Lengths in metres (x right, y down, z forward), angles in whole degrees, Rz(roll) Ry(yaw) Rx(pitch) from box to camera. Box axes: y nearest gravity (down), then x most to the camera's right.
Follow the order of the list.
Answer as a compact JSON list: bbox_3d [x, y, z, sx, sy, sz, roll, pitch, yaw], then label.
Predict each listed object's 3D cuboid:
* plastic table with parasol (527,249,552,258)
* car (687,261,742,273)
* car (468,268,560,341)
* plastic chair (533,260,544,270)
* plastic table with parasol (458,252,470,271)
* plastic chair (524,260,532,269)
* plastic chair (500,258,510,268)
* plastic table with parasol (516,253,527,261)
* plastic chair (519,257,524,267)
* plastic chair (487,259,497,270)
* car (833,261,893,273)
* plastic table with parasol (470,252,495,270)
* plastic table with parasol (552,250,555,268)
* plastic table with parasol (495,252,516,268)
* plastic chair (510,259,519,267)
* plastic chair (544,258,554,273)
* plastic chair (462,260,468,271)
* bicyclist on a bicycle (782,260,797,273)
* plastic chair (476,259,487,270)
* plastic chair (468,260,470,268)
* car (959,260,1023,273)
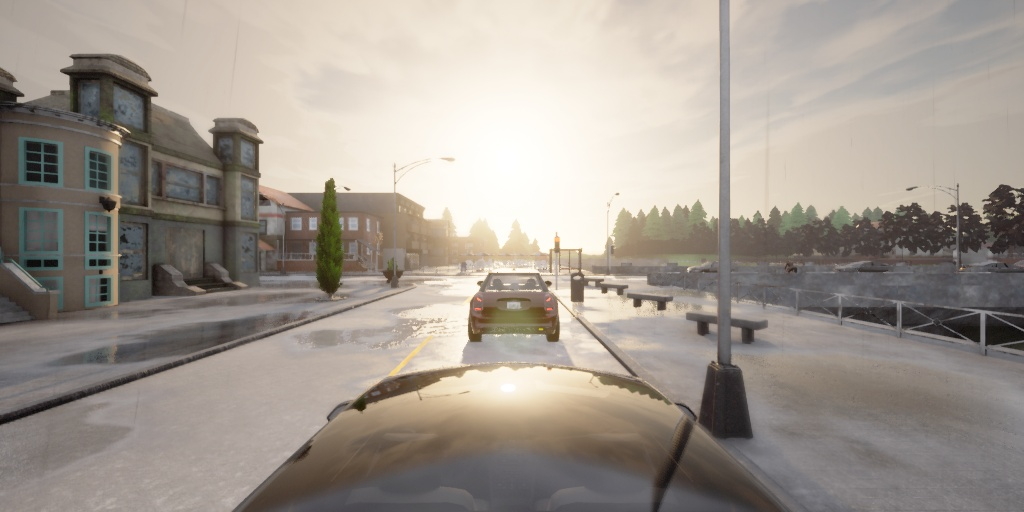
[{"bbox_3d":[3.736,0.675,49.194,2.482,2.480,2.482,0,0,0],"label":"plastic table with parasol"},{"bbox_3d":[19.235,1.241,34.077,4.902,1.511,2.128,0,0,0],"label":"car"},{"bbox_3d":[0.065,1.102,9.995,2.097,1.767,4.553,0,0,1],"label":"car"},{"bbox_3d":[3.592,1.279,47.924,0.750,1.272,0.730,0,0,0],"label":"plastic chair"},{"bbox_3d":[-6.950,0.675,56.569,2.482,2.480,2.482,0,0,0],"label":"plastic table with parasol"},{"bbox_3d":[2.396,1.279,49.228,0.730,1.272,0.750,0,0,0],"label":"plastic chair"},{"bbox_3d":[-1.083,1.279,55.740,0.750,1.272,0.730,0,0,0],"label":"plastic chair"},{"bbox_3d":[1.366,0.675,64.542,2.482,2.480,2.482,0,0,0],"label":"plastic table with parasol"},{"bbox_3d":[1.246,1.279,63.364,0.750,1.272,0.730,0,0,0],"label":"plastic chair"},{"bbox_3d":[-2.802,1.279,49.846,0.730,1.272,0.750,0,0,0],"label":"plastic chair"},{"bbox_3d":[33.264,1.256,34.025,4.892,1.490,1.837,0,0,0],"label":"car"},{"bbox_3d":[-4.082,0.675,49.970,2.482,2.480,2.482,0,0,0],"label":"plastic table with parasol"},{"bbox_3d":[5.174,0.675,57.819,2.482,2.480,2.482,0,0,0],"label":"plastic table with parasol"},{"bbox_3d":[-1.029,0.675,56.940,2.482,2.480,2.482,0,0,0],"label":"plastic table with parasol"},{"bbox_3d":[0.321,1.279,56.835,0.730,1.272,0.750,0,0,0],"label":"plastic chair"},{"bbox_3d":[4.995,1.279,49.020,0.730,1.272,0.750,0,0,0],"label":"plastic chair"},{"bbox_3d":[-6.880,1.279,55.391,0.750,1.272,0.730,0,0,0],"label":"plastic chair"},{"bbox_3d":[19.889,1.099,25.676,0.582,1.620,1.656,0,0,0],"label":"bicyclist on a bicycle"},{"bbox_3d":[-4.206,1.279,48.750,0.750,1.272,0.730,0,0,0],"label":"plastic chair"},{"bbox_3d":[-5.401,1.279,50.054,0.730,1.272,0.750,0,0,0],"label":"plastic chair"},{"bbox_3d":[40.464,1.255,29.898,4.892,1.490,1.837,0,0,1],"label":"car"}]
